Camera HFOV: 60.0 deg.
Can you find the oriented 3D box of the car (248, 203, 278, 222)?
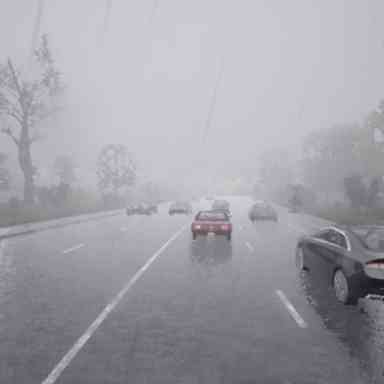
[{"bbox_3d":[5.512,1.577,26.156,1.994,1.385,4.181,0,0,6],"label":"car"}]

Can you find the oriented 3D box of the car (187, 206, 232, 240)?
[{"bbox_3d":[1.060,1.601,17.157,1.895,1.301,4.718,0,0,5],"label":"car"}]

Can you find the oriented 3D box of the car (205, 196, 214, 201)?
[{"bbox_3d":[4.001,1.497,73.493,1.895,1.301,4.718,0,0,7],"label":"car"}]

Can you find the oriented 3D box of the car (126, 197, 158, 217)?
[{"bbox_3d":[-4.660,1.328,31.487,2.097,1.767,4.553,0,0,7],"label":"car"}]

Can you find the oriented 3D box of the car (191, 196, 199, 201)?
[{"bbox_3d":[0.480,1.475,73.529,1.994,1.385,4.181,0,0,7],"label":"car"}]

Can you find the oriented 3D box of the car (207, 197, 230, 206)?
[{"bbox_3d":[3.017,1.549,35.149,2.033,1.411,5.357,0,0,7],"label":"car"}]

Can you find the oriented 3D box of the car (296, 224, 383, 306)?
[{"bbox_3d":[3.921,1.502,7.972,2.128,1.511,4.902,0,0,3],"label":"car"}]

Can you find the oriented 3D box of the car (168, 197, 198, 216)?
[{"bbox_3d":[-1.007,1.536,32.634,2.033,1.411,5.357,0,0,7],"label":"car"}]
